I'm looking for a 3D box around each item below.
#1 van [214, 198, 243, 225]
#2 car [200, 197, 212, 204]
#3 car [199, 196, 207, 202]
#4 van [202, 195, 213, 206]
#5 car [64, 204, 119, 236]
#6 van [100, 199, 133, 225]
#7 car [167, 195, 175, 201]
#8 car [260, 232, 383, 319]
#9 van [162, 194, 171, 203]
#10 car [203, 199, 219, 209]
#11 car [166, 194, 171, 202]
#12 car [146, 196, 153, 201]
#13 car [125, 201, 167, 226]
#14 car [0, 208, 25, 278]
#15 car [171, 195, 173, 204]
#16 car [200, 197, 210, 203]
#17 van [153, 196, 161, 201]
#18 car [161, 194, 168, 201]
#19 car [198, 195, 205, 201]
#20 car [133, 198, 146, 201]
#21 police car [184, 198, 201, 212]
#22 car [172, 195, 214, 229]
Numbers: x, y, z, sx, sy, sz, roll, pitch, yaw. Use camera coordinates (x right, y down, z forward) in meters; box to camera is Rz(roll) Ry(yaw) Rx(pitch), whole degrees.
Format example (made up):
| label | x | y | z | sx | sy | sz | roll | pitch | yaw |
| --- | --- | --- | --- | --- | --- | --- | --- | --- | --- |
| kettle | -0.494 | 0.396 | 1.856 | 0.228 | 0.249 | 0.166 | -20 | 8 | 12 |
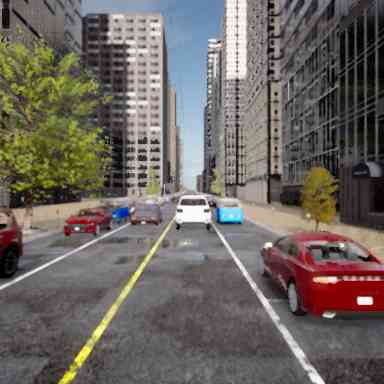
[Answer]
| label | x | y | z | sx | sy | sz | roll | pitch | yaw |
| --- | --- | --- | --- | --- | --- | --- | --- | --- | --- |
| van | 2.676 | 1.385 | 24.399 | 1.690 | 1.788 | 3.998 | 0 | 0 | 0 |
| car | 2.655 | 1.645 | 64.080 | 1.947 | 1.339 | 4.313 | 0 | 0 | 0 |
| car | 2.646 | 1.631 | 81.085 | 2.008 | 1.369 | 4.403 | 0 | 0 | 0 |
| van | 2.658 | 1.419 | 58.412 | 1.690 | 1.788 | 3.998 | 0 | 0 | 0 |
| car | -5.701 | 1.580 | 18.725 | 1.887 | 1.381 | 4.507 | 0 | 0 | 0 |
| van | -5.704 | 1.385 | 24.395 | 1.690 | 1.788 | 3.998 | 0 | 0 | 0 |
| car | -5.740 | 1.514 | 92.418 | 1.967 | 1.590 | 4.097 | 0 | 0 | 0 |
| car | 2.685 | 1.559 | 7.395 | 1.887 | 1.381 | 4.507 | 0 | 0 | 0 |
| van | -5.731 | 1.422 | 75.412 | 1.690 | 1.788 | 3.998 | 0 | 0 | 0 |
| car | 2.664 | 1.638 | 47.074 | 1.947 | 1.339 | 4.313 | 0 | 0 | 0 |
| car | -5.726 | 1.630 | 64.074 | 2.008 | 1.369 | 4.403 | 0 | 0 | 0 |
| car | -5.711 | 1.501 | 35.731 | 1.967 | 1.590 | 4.097 | 0 | 0 | 0 |
| car | -3.115 | 1.591 | 23.961 | 2.033 | 1.411 | 5.357 | 0 | 0 | 0 |
| car | -5.695 | 1.329 | 7.390 | 2.192 | 1.841 | 5.009 | 0 | 0 | 0 |
| car | -3.054 | 1.582 | 64.329 | 1.837 | 1.490 | 4.892 | 0 | 0 | 0 |
| car | 2.652 | 1.647 | 69.749 | 1.947 | 1.339 | 4.313 | 0 | 0 | 0 |
| van | -5.716 | 1.413 | 47.070 | 1.690 | 1.788 | 3.998 | 0 | 0 | 0 |
| car | -5.722 | 1.603 | 58.237 | 1.752 | 1.417 | 4.829 | 0 | 0 | 0 |
| car | 2.640 | 1.625 | 92.424 | 2.008 | 1.369 | 4.403 | 0 | 0 | 0 |
| car | -5.708 | 1.493 | 30.063 | 1.967 | 1.590 | 4.097 | 0 | 0 | 0 |
| police car | 0.076 | 1.573 | 41.337 | 2.038 | 1.542 | 4.974 | 0 | 0 | 0 |
| car | 0.086 | 1.264 | 22.178 | 2.150 | 2.045 | 5.566 | 0 | 0 | 0 |
